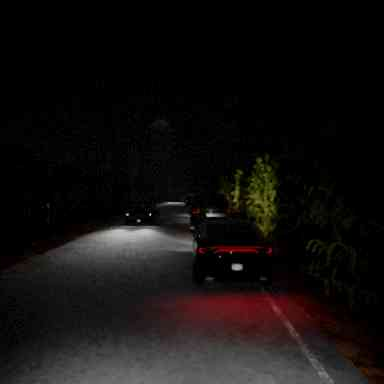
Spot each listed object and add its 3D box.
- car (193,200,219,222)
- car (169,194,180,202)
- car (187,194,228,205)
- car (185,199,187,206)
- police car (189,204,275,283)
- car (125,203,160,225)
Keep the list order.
[{"bbox_3d":[0.958,1.382,25.531,1.812,1.442,4.674,0,0,0],"label":"car"},{"bbox_3d":[-3.239,1.136,63.475,2.128,1.511,4.902,0,0,1],"label":"car"},{"bbox_3d":[0.959,1.110,19.559,2.150,2.045,5.566,0,0,0],"label":"car"},{"bbox_3d":[0.011,1.280,47.498,2.033,1.411,5.357,0,0,1],"label":"car"},{"bbox_3d":[0.959,1.370,9.641,1.930,1.638,5.238,0,0,0],"label":"police car"},{"bbox_3d":[-3.302,1.472,22.863,1.895,1.301,4.718,0,0,0],"label":"car"}]
